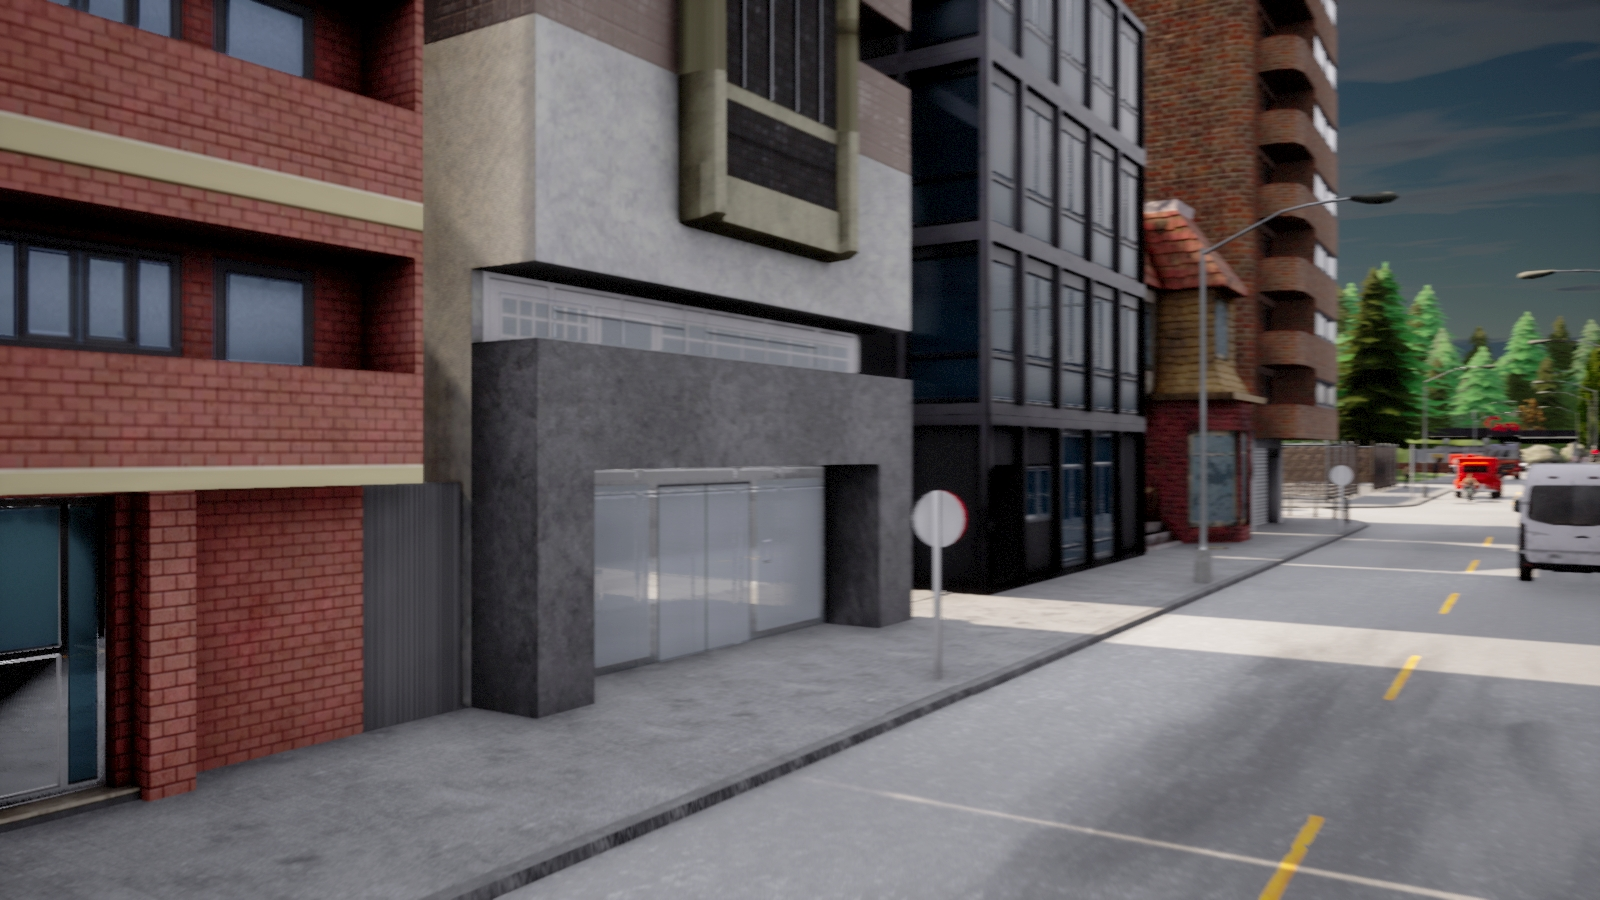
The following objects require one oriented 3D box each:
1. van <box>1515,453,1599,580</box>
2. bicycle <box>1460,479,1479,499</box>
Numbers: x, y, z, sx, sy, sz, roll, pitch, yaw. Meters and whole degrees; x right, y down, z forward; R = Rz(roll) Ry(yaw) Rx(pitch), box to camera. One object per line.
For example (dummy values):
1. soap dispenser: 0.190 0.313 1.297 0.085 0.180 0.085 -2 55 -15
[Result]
1. van: 17.440 1.353 25.863 1.988 2.561 5.915 0 0 33
2. bicycle: 36.956 2.134 63.056 0.859 1.080 1.487 0 0 33
